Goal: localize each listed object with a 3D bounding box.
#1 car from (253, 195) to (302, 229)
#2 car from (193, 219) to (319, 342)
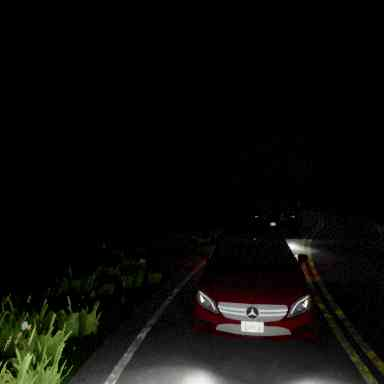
[{"bbox_3d":[4.995,1.215,18.891,2.150,2.045,5.566,-2,-1,22],"label":"car"},{"bbox_3d":[1.227,1.534,6.715,1.812,1.442,4.674,-1,0,11],"label":"car"}]
